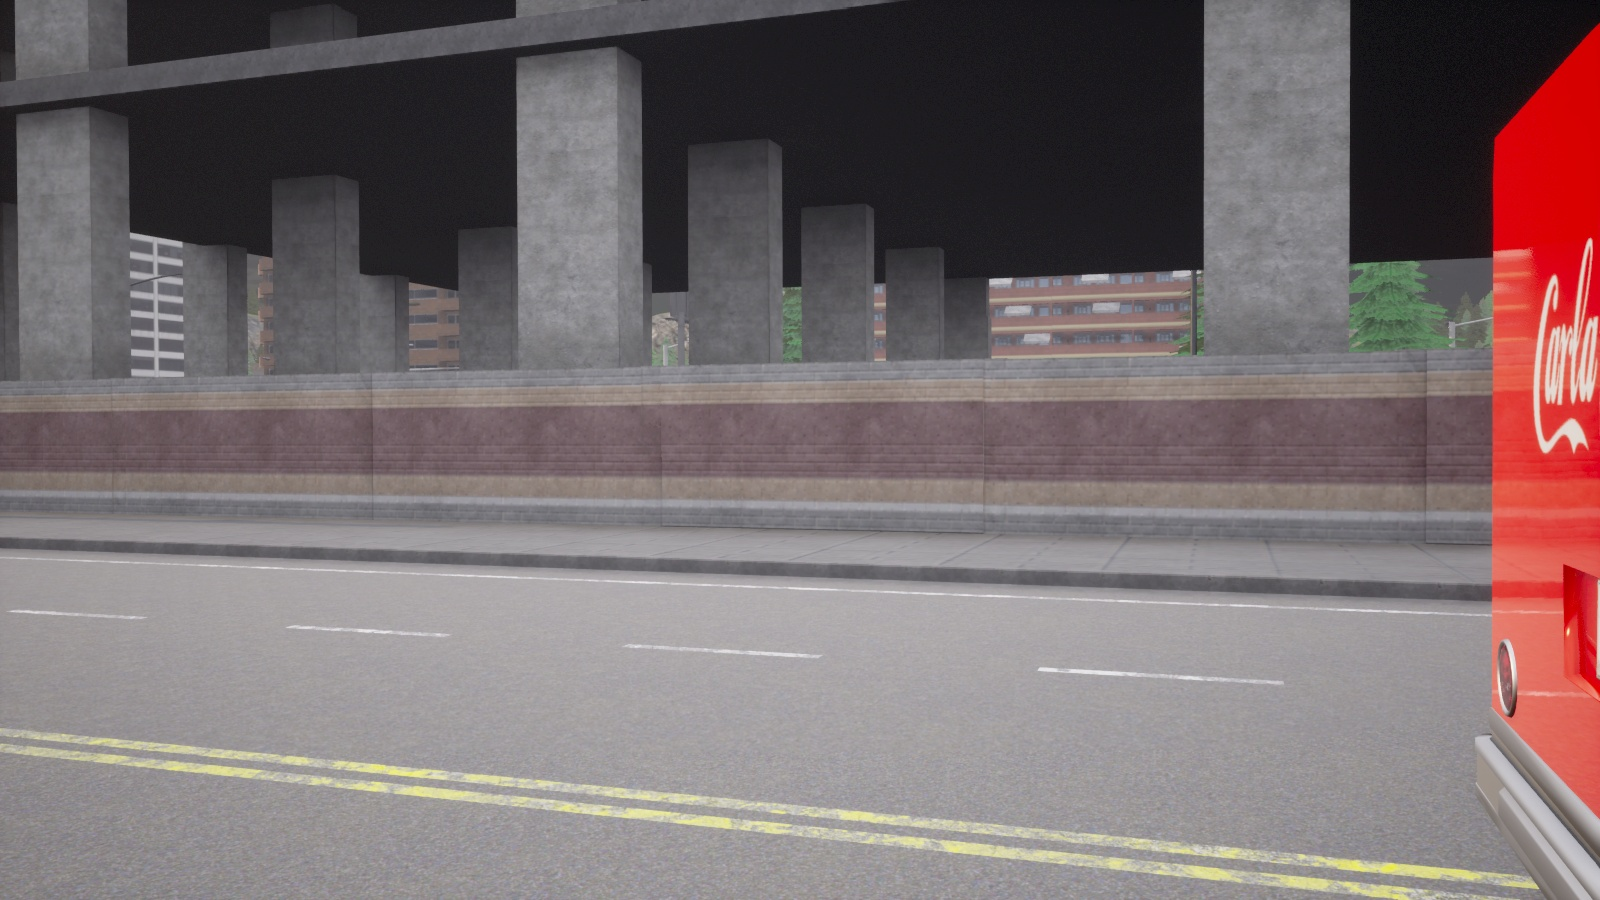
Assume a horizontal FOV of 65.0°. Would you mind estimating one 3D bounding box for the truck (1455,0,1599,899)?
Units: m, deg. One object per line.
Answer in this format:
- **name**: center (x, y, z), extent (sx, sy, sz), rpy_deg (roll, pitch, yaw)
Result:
- **truck**: center (4.085, 0.326, 1.809), extent (5.204, 2.467, 2.627), rpy_deg (1, 1, 19)
